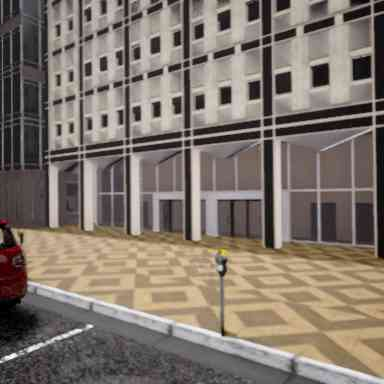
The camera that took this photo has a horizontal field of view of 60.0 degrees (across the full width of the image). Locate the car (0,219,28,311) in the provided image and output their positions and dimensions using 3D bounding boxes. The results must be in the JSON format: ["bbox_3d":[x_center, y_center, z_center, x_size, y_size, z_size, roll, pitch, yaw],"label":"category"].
[{"bbox_3d":[-5.287,1.391,6.655,5.009,1.841,2.192,-1,-1,36],"label":"car"}]
